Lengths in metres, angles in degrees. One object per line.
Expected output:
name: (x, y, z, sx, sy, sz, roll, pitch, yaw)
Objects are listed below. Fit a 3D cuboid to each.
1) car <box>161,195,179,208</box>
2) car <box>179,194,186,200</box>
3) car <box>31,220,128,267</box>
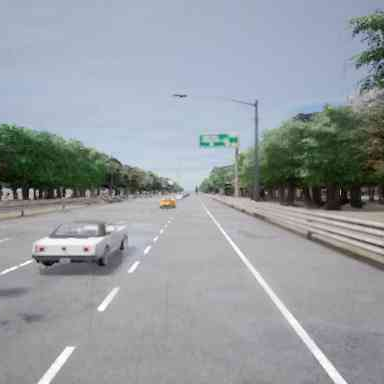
car: (-3.382, 1.457, 48.274, 1.882, 1.535, 5.008, 0, 0, 0)
car: (-3.222, 1.469, 87.482, 1.812, 1.442, 4.674, 0, 0, 0)
car: (-3.493, 1.602, 11.380, 1.895, 1.301, 4.718, 0, 0, 0)
